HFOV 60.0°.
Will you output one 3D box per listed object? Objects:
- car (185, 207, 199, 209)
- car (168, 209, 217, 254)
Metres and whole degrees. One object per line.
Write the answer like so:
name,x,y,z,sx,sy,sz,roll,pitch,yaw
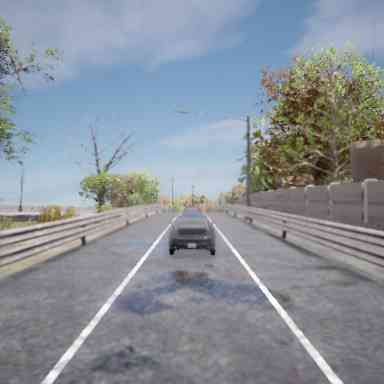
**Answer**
car,0.025,1.976,29.454,1.994,1.385,4.181,0,-1,0
car,0.020,1.711,14.544,1.837,1.490,4.892,0,0,0
